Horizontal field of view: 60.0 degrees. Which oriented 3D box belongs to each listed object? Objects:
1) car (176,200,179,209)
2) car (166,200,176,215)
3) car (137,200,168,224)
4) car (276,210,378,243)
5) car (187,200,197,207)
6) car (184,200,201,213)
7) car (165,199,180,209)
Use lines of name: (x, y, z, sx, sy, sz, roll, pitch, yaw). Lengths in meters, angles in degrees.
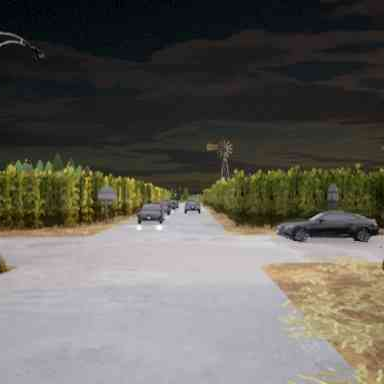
car: (-3.239, 1.822, 45.376, 1.994, 1.385, 4.181, 0, -1, 0)
car: (-3.232, 1.677, 36.003, 2.128, 1.511, 4.902, 0, 0, 0)
car: (-3.181, 1.657, 26.525, 1.837, 1.490, 4.892, 0, -1, -1)
car: (6.464, 1.616, 16.028, 4.674, 1.442, 1.812, 0, -1, 0)
car: (0.032, 2.321, 69.064, 2.033, 1.411, 5.357, 0, -1, 0)
car: (0.061, 1.736, 39.736, 2.033, 1.411, 5.357, 0, 0, 0)
car: (-3.217, 2.020, 56.032, 2.128, 1.511, 4.902, 0, -1, 1)
